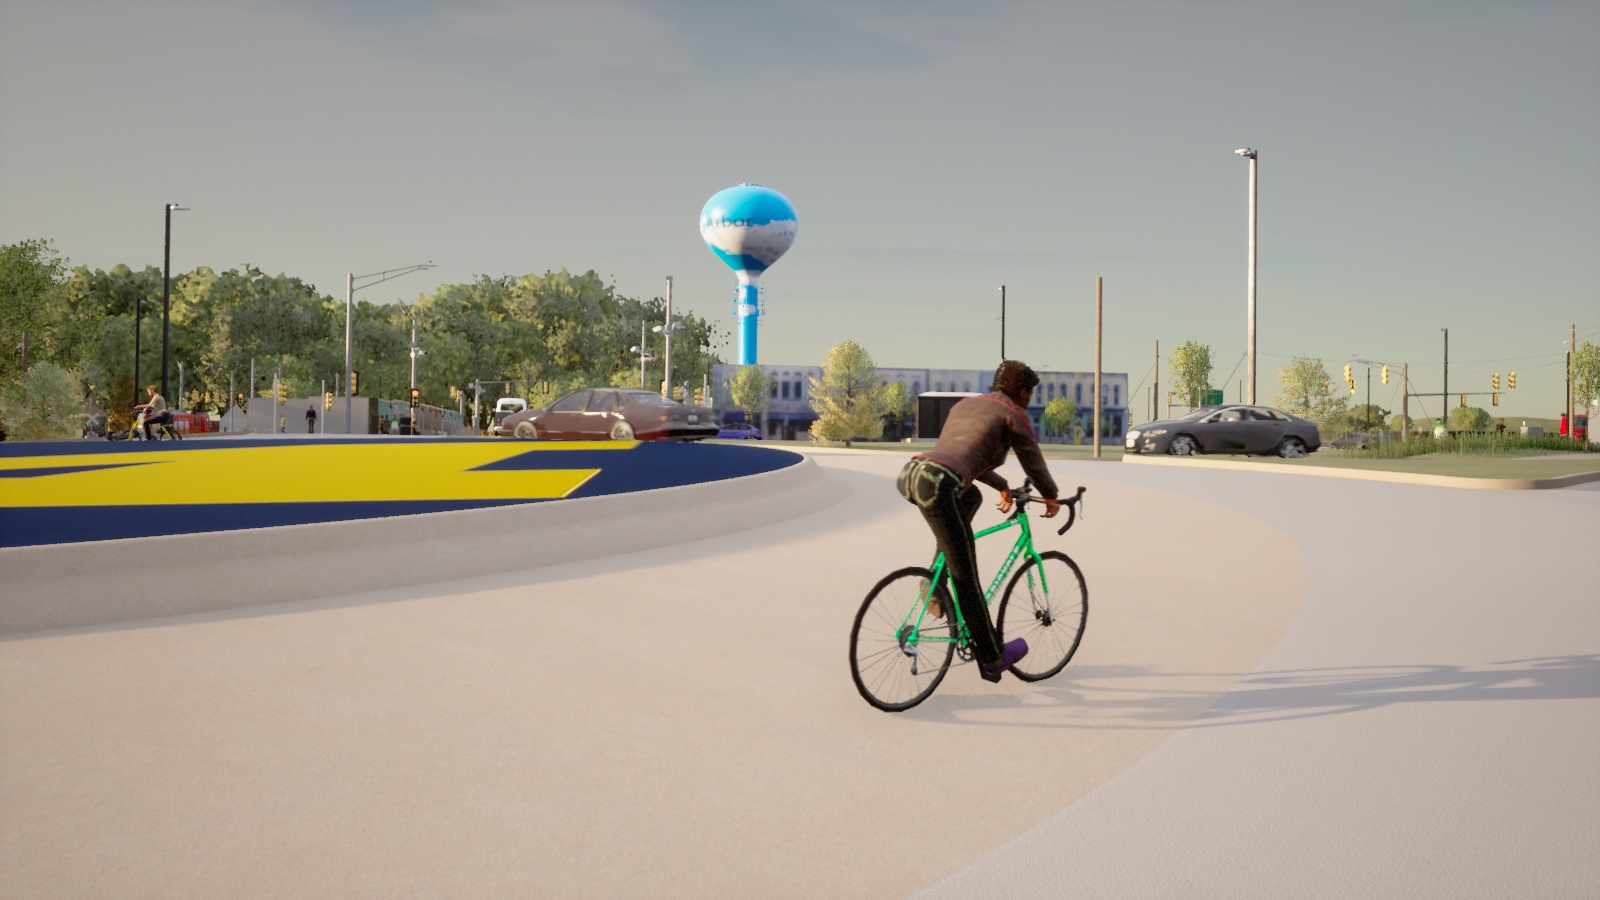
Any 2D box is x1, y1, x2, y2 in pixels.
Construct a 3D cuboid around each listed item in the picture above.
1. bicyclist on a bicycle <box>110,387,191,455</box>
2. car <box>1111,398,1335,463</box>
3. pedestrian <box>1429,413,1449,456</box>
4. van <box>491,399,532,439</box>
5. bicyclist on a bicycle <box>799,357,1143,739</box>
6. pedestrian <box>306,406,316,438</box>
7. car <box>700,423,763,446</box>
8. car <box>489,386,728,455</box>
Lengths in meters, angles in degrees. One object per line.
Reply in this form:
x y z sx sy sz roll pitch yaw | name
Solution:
-15.829 -0.703 30.616 1.509 1.612 0.866 -1 0 -5 | bicyclist on a bicycle
10.626 -0.460 31.719 4.902 1.511 2.128 1 -1 -9 | car
29.540 -0.698 58.025 0.659 1.952 0.873 0 -1 15 | pedestrian
-15.471 -1.621 67.403 2.069 2.038 4.480 1 0 -13 | van
0.857 0.389 6.080 1.656 1.620 0.582 -2 7 -39 | bicyclist on a bicycle
-29.119 -1.674 74.816 0.376 1.854 0.720 1 -1 -6 | pedestrian
-4.739 -1.055 86.030 4.193 1.474 1.816 1 -1 -7 | car
-4.337 -0.652 28.021 5.357 1.411 2.033 1 2 35 | car
